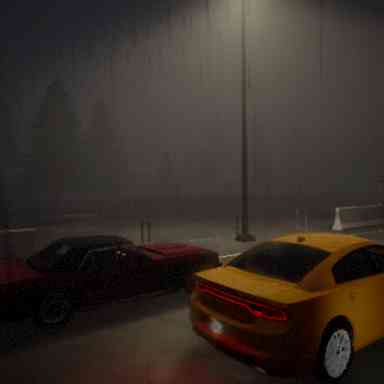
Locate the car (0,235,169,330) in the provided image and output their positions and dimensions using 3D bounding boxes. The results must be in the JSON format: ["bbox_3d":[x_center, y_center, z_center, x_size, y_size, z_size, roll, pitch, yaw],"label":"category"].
[{"bbox_3d":[-1.647,1.571,6.889,4.718,1.301,1.895,-1,0,-36],"label":"car"}]

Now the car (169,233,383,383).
[{"bbox_3d":[2.298,1.419,5.424,5.008,1.535,1.882,-1,1,-36],"label":"car"}]

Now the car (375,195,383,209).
[{"bbox_3d":[22.790,1.072,36.888,5.357,1.411,2.033,-1,0,-34],"label":"car"}]
